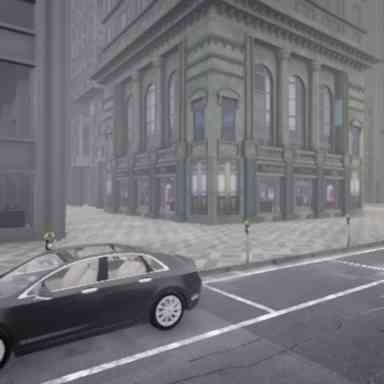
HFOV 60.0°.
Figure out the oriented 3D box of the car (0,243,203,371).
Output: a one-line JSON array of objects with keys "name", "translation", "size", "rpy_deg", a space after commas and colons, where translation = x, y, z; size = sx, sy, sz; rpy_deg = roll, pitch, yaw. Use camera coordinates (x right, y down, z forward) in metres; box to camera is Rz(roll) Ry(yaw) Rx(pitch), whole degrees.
[{"name": "car", "translation": [-1.855, 1.561, 5.328], "size": [4.403, 1.369, 2.008], "rpy_deg": [0, -1, -35]}]
